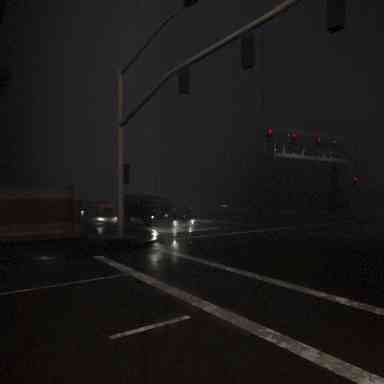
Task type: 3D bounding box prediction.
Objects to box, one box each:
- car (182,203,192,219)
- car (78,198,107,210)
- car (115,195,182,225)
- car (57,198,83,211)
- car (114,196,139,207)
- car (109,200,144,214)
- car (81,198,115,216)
[{"bbox_3d":[-1.918,1.352,28.581,2.097,1.767,4.553,0,0,-36],"label":"car"},{"bbox_3d":[-13.364,1.547,44.531,2.033,1.411,5.357,0,0,-36],"label":"car"},{"bbox_3d":[-3.334,1.222,24.549,2.150,2.045,5.566,0,0,-36],"label":"car"},{"bbox_3d":[-15.090,1.526,40.941,1.812,1.442,4.674,0,0,-35],"label":"car"},{"bbox_3d":[-10.460,1.477,52.816,1.882,1.535,5.008,0,0,-36],"label":"car"},{"bbox_3d":[-7.161,1.601,35.880,1.895,1.301,4.718,0,0,-36],"label":"car"},{"bbox_3d":[-9.095,1.478,32.574,1.882,1.535,5.008,0,0,-36],"label":"car"}]
